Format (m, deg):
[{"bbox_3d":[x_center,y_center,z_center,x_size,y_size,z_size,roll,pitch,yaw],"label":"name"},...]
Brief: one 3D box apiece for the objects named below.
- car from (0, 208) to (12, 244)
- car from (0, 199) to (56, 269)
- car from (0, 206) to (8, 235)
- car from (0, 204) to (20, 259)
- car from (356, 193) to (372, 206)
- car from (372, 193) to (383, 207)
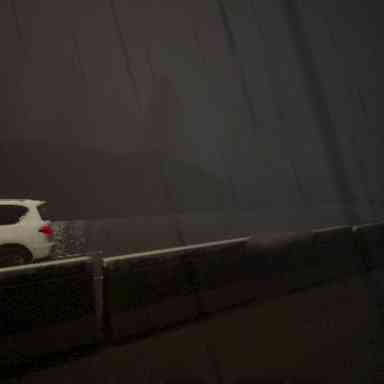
[{"bbox_3d":[-10.367,1.509,13.795,4.892,1.490,1.837,-1,0,-35],"label":"car"},{"bbox_3d":[-6.306,1.226,8.093,5.566,2.045,2.150,-1,0,-35],"label":"car"},{"bbox_3d":[-12.388,1.552,16.652,5.357,1.411,2.033,0,0,-35],"label":"car"},{"bbox_3d":[-8.361,1.356,10.926,4.553,1.767,2.097,-1,0,-35],"label":"car"},{"bbox_3d":[22.361,0.863,41.407,4.674,1.442,1.812,-2,1,-35],"label":"car"},{"bbox_3d":[22.659,0.738,37.330,4.553,1.767,2.097,-2,1,-35],"label":"car"}]
